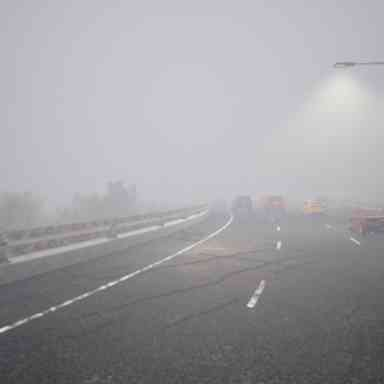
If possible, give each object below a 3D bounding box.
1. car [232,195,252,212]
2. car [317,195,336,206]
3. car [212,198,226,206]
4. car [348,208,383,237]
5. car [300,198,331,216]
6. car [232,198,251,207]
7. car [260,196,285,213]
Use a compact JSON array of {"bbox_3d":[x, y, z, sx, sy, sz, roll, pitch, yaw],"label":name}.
[{"bbox_3d":[6.364,1.438,42.700,2.150,2.045,5.566,0,0,2],"label":"car"},{"bbox_3d":[24.747,1.627,61.550,2.150,2.045,5.566,0,-1,40],"label":"car"},{"bbox_3d":[5.013,1.778,62.213,2.128,1.511,4.902,0,0,-9],"label":"car"},{"bbox_3d":[10.206,1.617,18.809,1.882,1.535,5.008,0,0,14],"label":"car"},{"bbox_3d":[13.011,1.705,35.916,1.882,1.535,5.008,0,0,5],"label":"car"},{"bbox_3d":[8.885,1.793,59.927,2.128,1.511,4.902,0,0,-7],"label":"car"},{"bbox_3d":[9.821,1.449,40.738,2.150,2.045,5.566,0,0,3],"label":"car"}]
